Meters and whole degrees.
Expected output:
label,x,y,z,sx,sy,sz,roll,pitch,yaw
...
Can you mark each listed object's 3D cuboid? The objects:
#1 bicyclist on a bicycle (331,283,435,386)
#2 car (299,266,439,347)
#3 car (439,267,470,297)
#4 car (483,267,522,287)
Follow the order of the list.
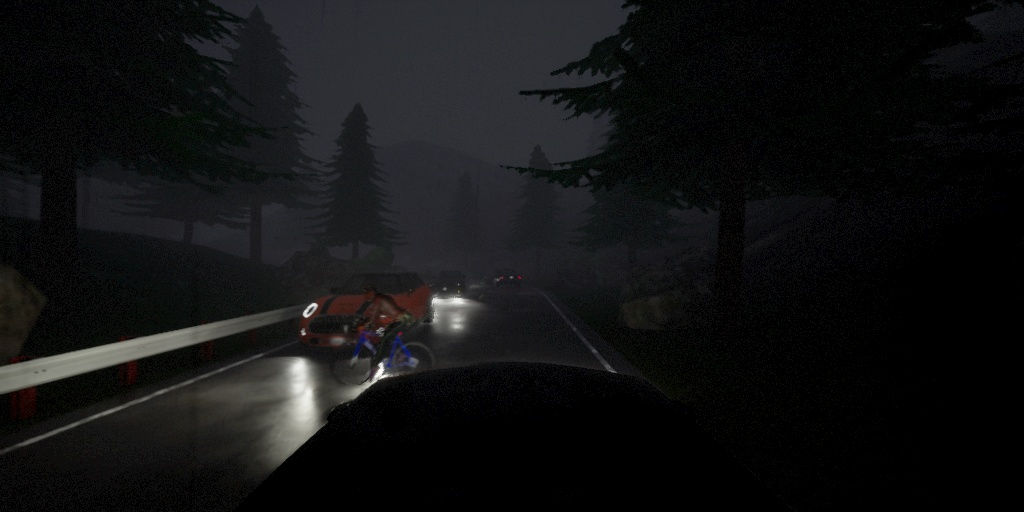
label,x,y,z,sx,sy,sz,roll,pitch,yaw
bicyclist on a bicycle,-2.050,1.247,5.658,1.656,1.620,0.582,-2,-1,0
car,-3.568,1.187,9.634,2.097,1.767,4.553,0,-1,0
car,-3.506,1.515,20.394,1.994,1.385,4.181,0,0,-2
car,-0.796,1.575,27.256,2.033,1.411,5.357,0,-1,-17
